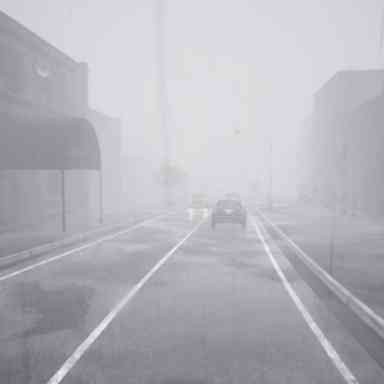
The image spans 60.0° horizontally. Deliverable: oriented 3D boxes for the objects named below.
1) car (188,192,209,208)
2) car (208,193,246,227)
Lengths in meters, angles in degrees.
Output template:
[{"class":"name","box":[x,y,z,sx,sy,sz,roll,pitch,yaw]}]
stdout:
[{"class":"car","box":[0.886,0.851,38.195,2.097,1.767,4.553,1,1,8]},{"class":"car","box":[2.424,1.190,21.656,2.097,1.767,4.553,1,1,7]}]
